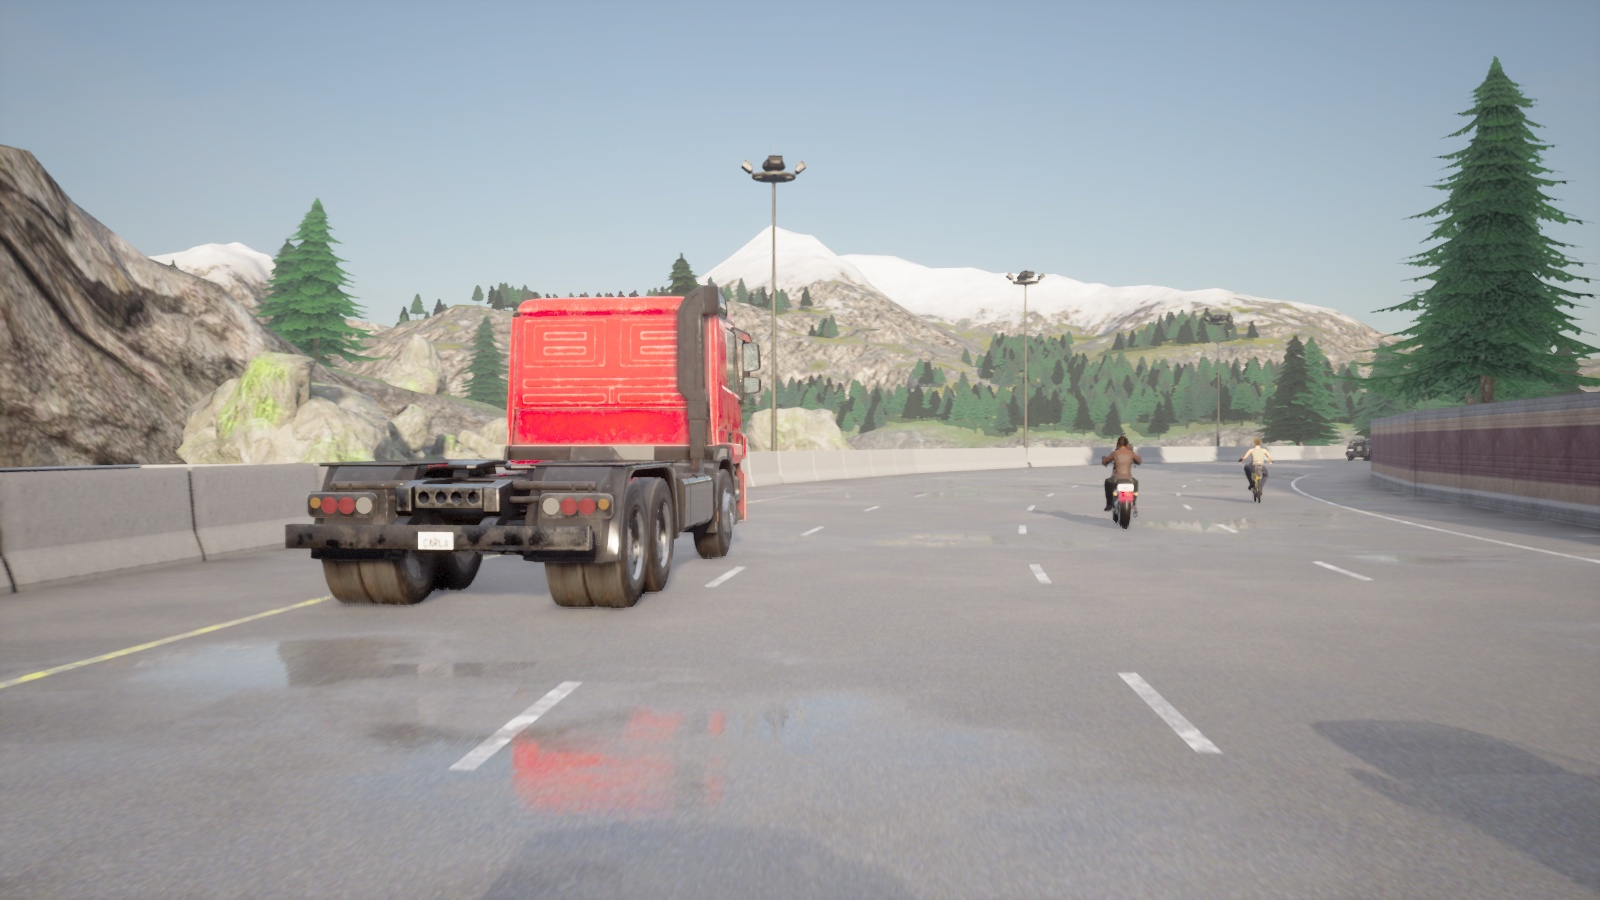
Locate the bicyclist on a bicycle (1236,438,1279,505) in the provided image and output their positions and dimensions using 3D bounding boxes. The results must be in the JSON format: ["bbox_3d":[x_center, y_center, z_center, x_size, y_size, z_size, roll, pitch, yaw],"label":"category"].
[{"bbox_3d":[11.369,0.518,31.249,0.866,1.612,1.509,0,0,14],"label":"bicyclist on a bicycle"}]

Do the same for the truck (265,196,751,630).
[{"bbox_3d":[-2.553,-0.318,14.133,2.891,3.462,7.936,0,0,6],"label":"truck"}]

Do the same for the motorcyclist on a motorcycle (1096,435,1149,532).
[{"bbox_3d":[5.823,0.574,22.794,0.766,1.649,2.350,1,0,11],"label":"motorcyclist on a motorcycle"}]
